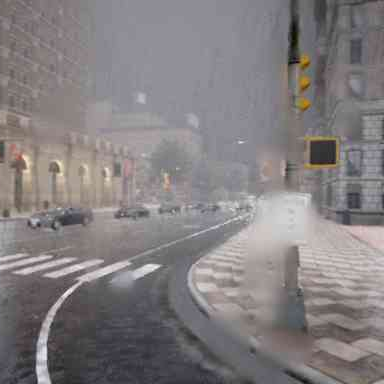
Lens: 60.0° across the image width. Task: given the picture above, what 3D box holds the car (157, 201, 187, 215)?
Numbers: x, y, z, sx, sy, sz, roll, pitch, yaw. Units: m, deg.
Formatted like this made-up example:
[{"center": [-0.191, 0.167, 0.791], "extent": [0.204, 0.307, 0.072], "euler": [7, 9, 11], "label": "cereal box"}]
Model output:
[{"center": [-2.587, 1.901, 40.538], "extent": [1.837, 1.490, 4.892], "euler": [1, -1, 17], "label": "car"}]

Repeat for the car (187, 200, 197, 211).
[{"center": [0.429, 2.044, 50.500], "extent": [2.128, 1.511, 4.902], "euler": [1, -1, 17], "label": "car"}]

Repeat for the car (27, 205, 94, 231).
[{"center": [-8.369, 1.590, 21.550], "extent": [2.128, 1.511, 4.902], "euler": [1, -1, 18], "label": "car"}]

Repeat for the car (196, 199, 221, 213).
[{"center": [2.593, 2.076, 44.944], "extent": [2.033, 1.411, 5.357], "euler": [1, -1, 16], "label": "car"}]

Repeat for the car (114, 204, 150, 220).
[{"center": [-5.493, 1.811, 30.992], "extent": [1.994, 1.385, 4.181], "euler": [1, -1, 18], "label": "car"}]

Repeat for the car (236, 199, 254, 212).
[{"center": [7.929, 2.226, 50.686], "extent": [2.033, 1.411, 5.357], "euler": [1, -1, 16], "label": "car"}]
